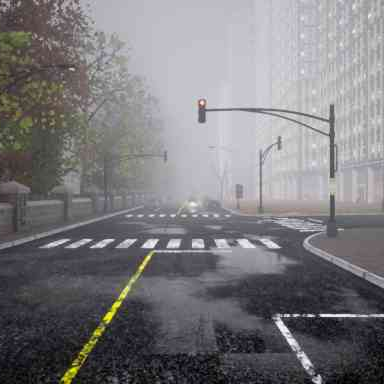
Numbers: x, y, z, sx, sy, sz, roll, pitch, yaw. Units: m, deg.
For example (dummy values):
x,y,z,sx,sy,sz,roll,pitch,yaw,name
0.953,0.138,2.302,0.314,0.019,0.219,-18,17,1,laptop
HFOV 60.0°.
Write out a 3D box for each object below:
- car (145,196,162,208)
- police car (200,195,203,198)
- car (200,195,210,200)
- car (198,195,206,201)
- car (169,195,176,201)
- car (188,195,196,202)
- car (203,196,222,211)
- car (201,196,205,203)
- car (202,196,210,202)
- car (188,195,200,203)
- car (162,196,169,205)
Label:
x,y,z,sx,sy,sz,roll,pitch,yaw,name
-5.664,1.607,47.179,1.802,1.307,4.206,0,0,0,car
3.173,1.477,69.963,1.930,1.638,5.238,0,0,0,police car
2.720,1.597,52.807,1.947,1.339,4.313,0,0,0,car
2.742,1.641,92.232,2.008,1.369,4.403,0,0,0,car
-5.642,1.625,86.605,1.887,1.381,4.507,0,0,0,car
0.043,1.569,80.081,1.837,1.490,4.892,0,0,0,car
2.713,1.586,41.541,1.947,1.339,4.313,0,0,0,car
2.717,1.591,47.174,1.947,1.339,4.313,0,0,0,car
3.191,1.589,76.853,1.812,1.442,4.674,0,0,0,car
0.084,1.565,71.064,2.128,1.511,4.902,0,0,0,car
-5.657,1.477,58.444,1.967,1.590,4.097,0,0,0,car
